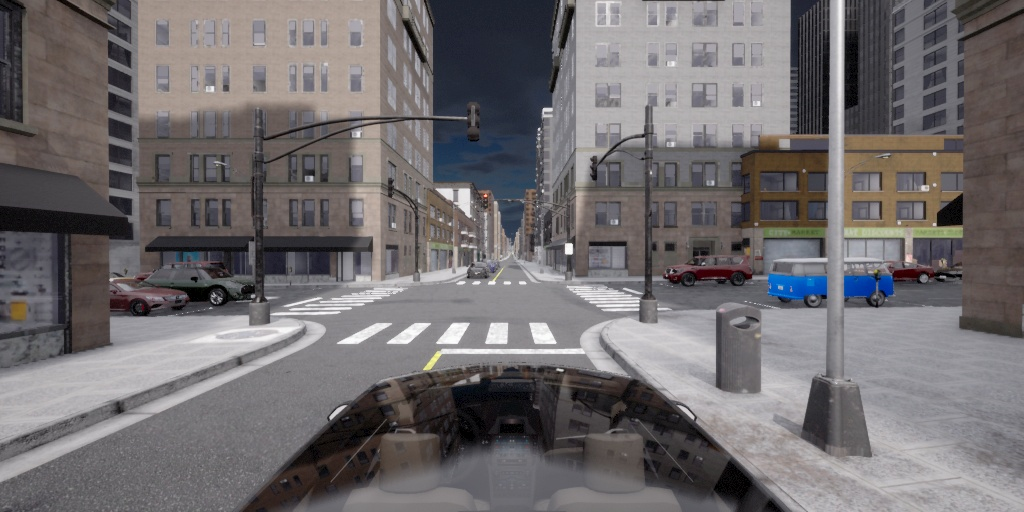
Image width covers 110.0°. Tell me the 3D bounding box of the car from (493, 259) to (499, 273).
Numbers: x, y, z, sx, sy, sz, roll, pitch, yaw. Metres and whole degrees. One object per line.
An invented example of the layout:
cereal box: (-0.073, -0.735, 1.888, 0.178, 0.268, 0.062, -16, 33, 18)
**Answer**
car: (-3.059, 1.116, 43.503, 2.097, 1.767, 4.553, 0, 0, 0)

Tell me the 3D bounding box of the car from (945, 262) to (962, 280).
car: (28.938, 0.916, 22.273, 4.313, 1.339, 1.948, 0, 0, 0)

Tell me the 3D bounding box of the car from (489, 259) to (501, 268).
car: (-2.998, 1.299, 63.978, 1.837, 1.490, 4.892, 0, 0, 0)

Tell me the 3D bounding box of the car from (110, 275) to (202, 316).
car: (-14.810, 1.527, 13.670, 4.207, 1.307, 1.802, 0, 0, 0)

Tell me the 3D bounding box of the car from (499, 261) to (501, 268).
car: (-3.049, 1.282, 53.651, 1.837, 1.490, 4.892, 0, 0, 0)

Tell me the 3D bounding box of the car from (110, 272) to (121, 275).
car: (-26.005, 1.551, 22.176, 4.829, 1.417, 1.751, 0, 0, 0)

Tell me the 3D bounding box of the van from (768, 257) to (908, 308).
van: (12.127, 0.957, 13.718, 3.998, 1.789, 1.690, 0, 0, 0)

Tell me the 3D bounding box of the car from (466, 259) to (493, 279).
car: (-3.071, 1.259, 33.344, 1.837, 1.490, 4.892, 0, 0, 0)

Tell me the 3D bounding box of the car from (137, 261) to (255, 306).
car: (-14.000, 1.269, 16.312, 4.553, 1.767, 2.097, -1, 0, 0)

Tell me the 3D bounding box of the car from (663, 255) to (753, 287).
car: (12.111, 0.872, 22.243, 5.009, 1.841, 2.192, 0, 0, 0)

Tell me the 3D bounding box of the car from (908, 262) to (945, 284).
car: (23.328, 0.965, 22.263, 4.507, 1.381, 1.888, 0, 0, 0)
